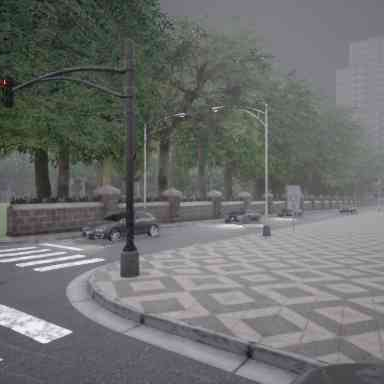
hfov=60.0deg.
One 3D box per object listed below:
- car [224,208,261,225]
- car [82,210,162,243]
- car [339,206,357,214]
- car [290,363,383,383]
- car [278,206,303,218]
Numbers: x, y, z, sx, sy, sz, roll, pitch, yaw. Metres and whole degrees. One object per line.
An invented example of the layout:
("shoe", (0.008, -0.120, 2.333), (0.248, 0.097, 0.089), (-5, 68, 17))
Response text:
("car", (4.587, 2.149, 29.887), (1.994, 1.385, 4.181), (0, -1, 35))
("car", (-3.685, 1.796, 18.202), (1.837, 1.490, 4.892), (0, -1, 35))
("car", (25.180, 2.844, 53.470), (1.895, 1.301, 4.718), (0, -1, 36))
("car", (2.380, 1.551, 1.263), (4.403, 1.369, 2.008), (0, 0, 36))
("car", (11.954, 2.417, 40.259), (1.994, 1.385, 4.181), (0, -1, 36))
